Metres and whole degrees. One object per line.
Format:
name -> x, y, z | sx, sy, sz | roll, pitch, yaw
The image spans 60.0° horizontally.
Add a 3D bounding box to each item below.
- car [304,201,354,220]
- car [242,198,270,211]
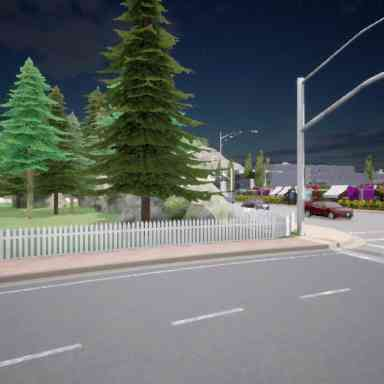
car -> 11.762, 1.533, 28.967 | 1.882, 1.535, 5.008 | 0, 0, -17
car -> 7.982, 1.546, 41.619 | 2.128, 1.511, 4.902 | 0, 0, -17
